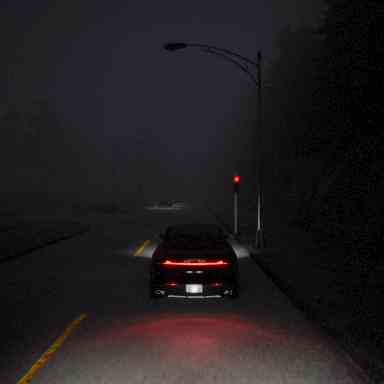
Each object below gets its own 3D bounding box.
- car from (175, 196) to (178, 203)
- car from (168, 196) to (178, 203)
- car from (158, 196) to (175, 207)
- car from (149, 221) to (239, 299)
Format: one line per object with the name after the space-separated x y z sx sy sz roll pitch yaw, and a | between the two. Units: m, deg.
-4.057 1.477 60.531 1.882 1.535 5.008 0 0 0 | car
-3.983 1.522 70.733 1.812 1.442 4.674 0 0 0 | car
-4.082 1.477 51.186 1.882 1.535 5.008 0 0 0 | car
0.061 1.505 8.459 1.837 1.490 4.892 0 0 0 | car
